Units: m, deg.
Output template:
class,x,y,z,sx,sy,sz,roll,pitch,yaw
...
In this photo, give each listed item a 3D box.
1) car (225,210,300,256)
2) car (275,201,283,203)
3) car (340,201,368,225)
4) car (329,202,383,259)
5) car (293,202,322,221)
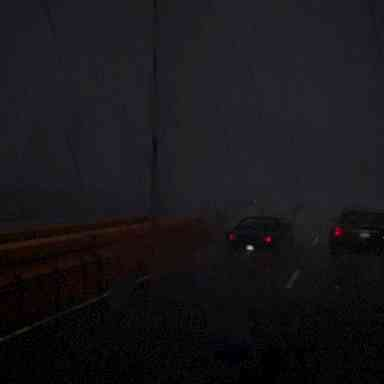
class,x,y,z,sx,sy,sz,roll,pitch,yaw
car,2.947,1.618,13.392,1.895,1.301,4.718,0,0,25
car,14.011,1.559,55.013,1.882,1.535,5.008,0,0,22
car,12.689,1.571,26.115,1.837,1.490,4.892,0,0,25
car,6.351,1.383,12.395,2.097,1.767,4.553,0,0,25
car,9.515,1.558,27.589,1.837,1.490,4.892,0,0,25
